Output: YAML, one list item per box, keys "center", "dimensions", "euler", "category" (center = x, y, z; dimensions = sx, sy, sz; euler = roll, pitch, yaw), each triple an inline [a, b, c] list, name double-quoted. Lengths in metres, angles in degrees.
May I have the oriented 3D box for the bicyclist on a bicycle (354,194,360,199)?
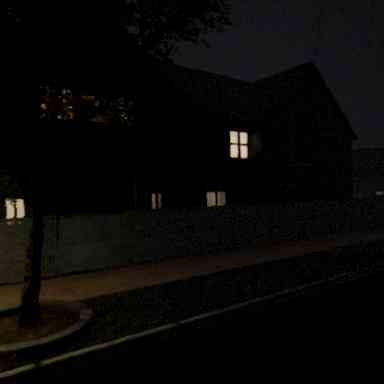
- center: [18.580, 1.067, 37.571]
  dimensions: [1.656, 1.620, 0.582]
  euler: [-3, 0, -36]
  category: "bicyclist on a bicycle"
